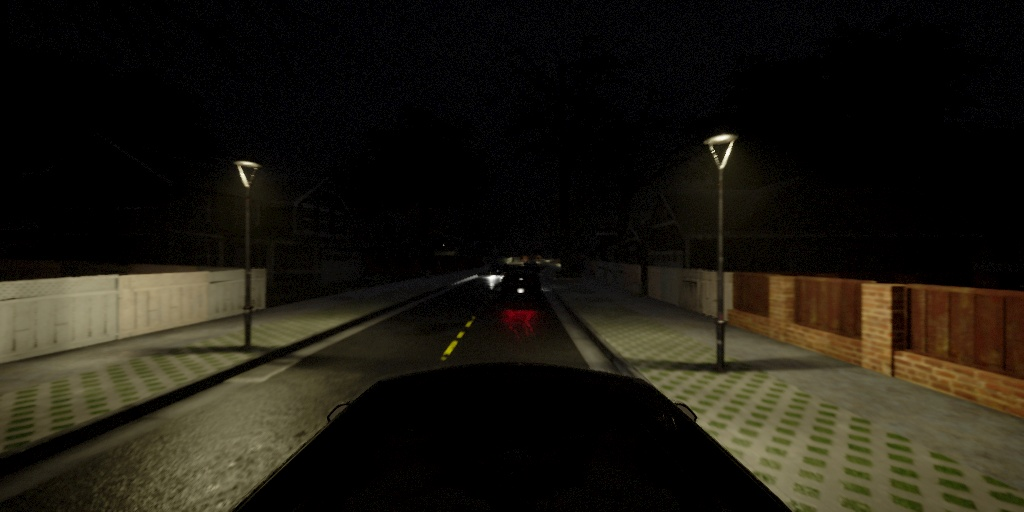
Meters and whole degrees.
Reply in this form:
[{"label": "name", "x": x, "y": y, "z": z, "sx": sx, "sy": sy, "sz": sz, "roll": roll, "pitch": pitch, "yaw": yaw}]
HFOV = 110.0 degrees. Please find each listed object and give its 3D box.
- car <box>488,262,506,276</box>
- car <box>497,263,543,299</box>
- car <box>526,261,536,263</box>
[{"label": "car", "x": -1.240, "y": 1.292, "z": 37.170, "sx": 1.994, "sy": 1.385, "sz": 4.181, "roll": 0, "pitch": 0, "yaw": 5}, {"label": "car", "x": 0.480, "y": 1.264, "z": 18.143, "sx": 1.837, "sy": 1.490, "sz": 4.892, "roll": 0, "pitch": 0, "yaw": 2}, {"label": "car", "x": 2.279, "y": 1.278, "z": 43.140, "sx": 1.994, "sy": 1.385, "sz": 4.181, "roll": 0, "pitch": 0, "yaw": 6}]
